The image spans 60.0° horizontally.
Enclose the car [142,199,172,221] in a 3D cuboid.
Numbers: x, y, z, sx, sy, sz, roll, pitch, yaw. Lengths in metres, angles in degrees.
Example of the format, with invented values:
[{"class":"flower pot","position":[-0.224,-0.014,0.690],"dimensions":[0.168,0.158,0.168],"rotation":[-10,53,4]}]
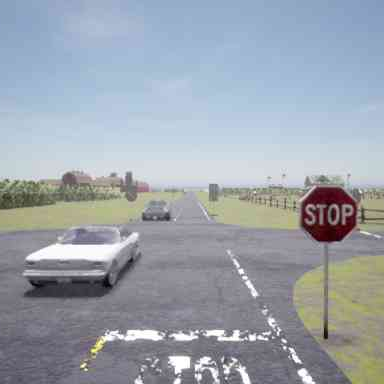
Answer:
[{"class":"car","position":[-2.723,1.330,26.691],"dimensions":[2.097,1.767,4.553],"rotation":[0,0,0]}]

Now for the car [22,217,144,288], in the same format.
[{"class":"car","position":[-2.741,1.598,9.327],"dimensions":[1.895,1.301,4.718],"rotation":[0,0,0]}]
